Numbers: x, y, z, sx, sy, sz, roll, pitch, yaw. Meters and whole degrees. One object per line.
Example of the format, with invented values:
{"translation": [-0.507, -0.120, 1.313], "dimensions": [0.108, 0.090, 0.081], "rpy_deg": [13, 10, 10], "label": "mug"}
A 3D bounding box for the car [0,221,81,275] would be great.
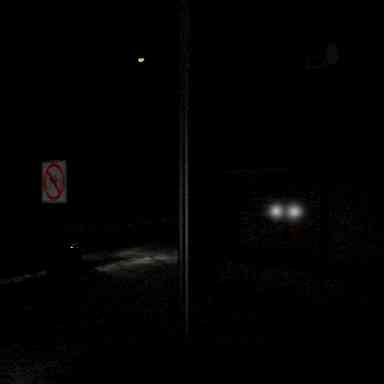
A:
{"translation": [-5.531, 1.477, 8.824], "dimensions": [5.008, 1.535, 1.882], "rpy_deg": [0, 2, -36], "label": "car"}
